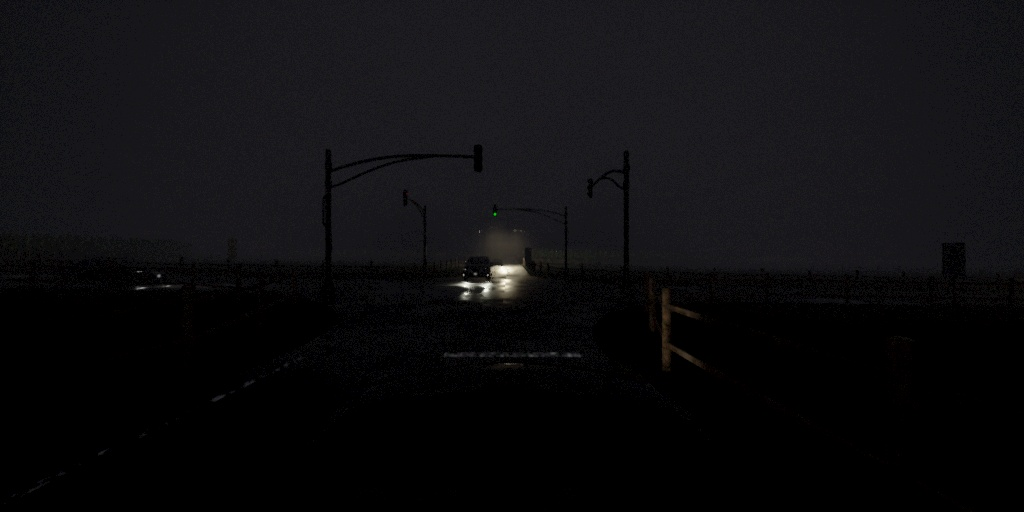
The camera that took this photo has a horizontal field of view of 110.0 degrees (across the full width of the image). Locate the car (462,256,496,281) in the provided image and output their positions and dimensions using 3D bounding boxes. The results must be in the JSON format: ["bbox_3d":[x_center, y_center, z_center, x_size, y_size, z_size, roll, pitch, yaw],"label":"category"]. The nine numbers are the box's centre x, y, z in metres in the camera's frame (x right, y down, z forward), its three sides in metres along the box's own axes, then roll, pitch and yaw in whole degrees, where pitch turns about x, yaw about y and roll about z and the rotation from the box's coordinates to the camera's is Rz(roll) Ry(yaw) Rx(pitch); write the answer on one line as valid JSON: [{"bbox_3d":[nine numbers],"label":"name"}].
[{"bbox_3d":[-2.784,1.027,30.071,2.150,2.045,5.566,0,0,0],"label":"car"}]

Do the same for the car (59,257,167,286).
[{"bbox_3d":[-22.525,0.828,20.385,4.902,1.511,2.128,1,0,0],"label":"car"}]

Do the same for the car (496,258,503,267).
[{"bbox_3d":[-2.660,1.199,64.609,1.882,1.535,5.008,0,0,0],"label":"car"}]
